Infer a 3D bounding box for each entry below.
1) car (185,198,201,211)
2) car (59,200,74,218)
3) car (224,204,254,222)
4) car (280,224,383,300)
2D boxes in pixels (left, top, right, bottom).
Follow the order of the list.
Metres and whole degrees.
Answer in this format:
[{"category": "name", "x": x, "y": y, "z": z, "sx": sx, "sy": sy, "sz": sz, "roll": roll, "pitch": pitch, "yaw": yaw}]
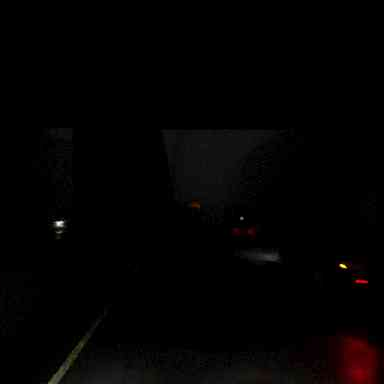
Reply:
[{"category": "car", "x": 0.106, "y": 1.478, "z": 41.140, "sx": 1.882, "sy": 1.535, "sz": 5.008, "roll": 0, "pitch": 0, "yaw": 0}, {"category": "car", "x": -10.593, "y": 1.478, "z": 30.805, "sx": 1.882, "sy": 1.535, "sz": 5.008, "roll": 0, "pitch": 0, "yaw": 0}, {"category": "car", "x": 3.605, "y": 1.601, "z": 26.374, "sx": 1.895, "sy": 1.301, "sz": 4.718, "roll": 0, "pitch": 0, "yaw": 0}, {"category": "car", "x": 3.601, "y": 1.526, "z": 8.291, "sx": 1.812, "sy": 1.442, "sz": 4.674, "roll": 0, "pitch": 0, "yaw": 0}]
